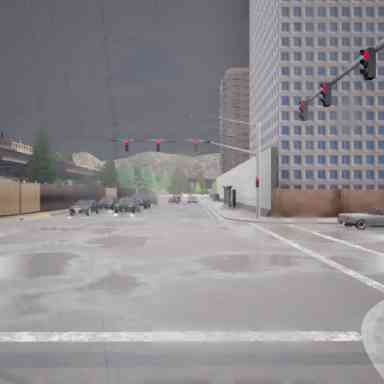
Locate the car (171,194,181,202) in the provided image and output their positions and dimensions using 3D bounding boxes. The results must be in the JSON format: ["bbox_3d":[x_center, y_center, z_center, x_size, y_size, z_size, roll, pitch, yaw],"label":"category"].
[{"bbox_3d":[-3.511,1.305,74.425,1.882,1.535,5.008,0,0,0],"label":"car"}]

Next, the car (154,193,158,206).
[{"bbox_3d":[-7.073,1.221,56.904,2.150,2.045,5.566,0,0,0],"label":"car"}]

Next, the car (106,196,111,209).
[{"bbox_3d":[-10.598,1.352,42.087,2.097,1.767,4.553,0,0,0],"label":"car"}]

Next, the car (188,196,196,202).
[{"bbox_3d":[-0.010,1.595,74.805,1.895,1.301,4.718,0,0,0],"label":"car"}]

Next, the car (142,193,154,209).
[{"bbox_3d":[-7.091,1.221,46.175,2.150,2.045,5.566,0,0,0],"label":"car"}]

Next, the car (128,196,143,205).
[{"bbox_3d":[-10.568,1.478,62.100,1.882,1.535,5.008,0,0,0],"label":"car"}]

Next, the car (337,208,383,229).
[{"bbox_3d":[11.850,1.656,21.142,4.718,1.301,1.895,0,0,0],"label":"car"}]

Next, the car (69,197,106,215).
[{"bbox_3d":[-10.608,1.492,33.191,2.128,1.511,4.902,0,0,1],"label":"car"}]

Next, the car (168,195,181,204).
[{"bbox_3d":[-3.510,1.601,64.232,1.895,1.301,4.718,0,0,0],"label":"car"}]

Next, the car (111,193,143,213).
[{"bbox_3d":[-7.093,1.352,36.739,2.097,1.767,4.553,0,0,0],"label":"car"}]

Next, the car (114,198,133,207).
[{"bbox_3d":[-10.595,1.601,51.881,1.895,1.301,4.718,0,0,0],"label":"car"}]

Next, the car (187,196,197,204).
[{"bbox_3d":[0.086,1.601,64.563,1.895,1.301,4.718,0,0,0],"label":"car"}]
